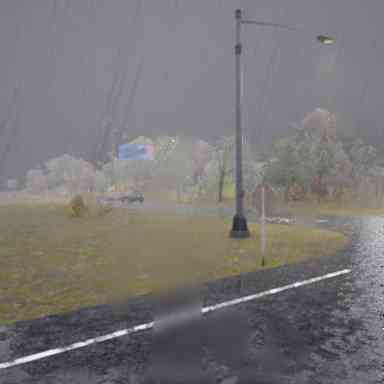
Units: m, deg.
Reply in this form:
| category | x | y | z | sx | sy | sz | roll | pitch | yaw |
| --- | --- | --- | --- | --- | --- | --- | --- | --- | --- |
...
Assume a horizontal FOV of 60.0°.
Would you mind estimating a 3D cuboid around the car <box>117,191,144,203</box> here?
| category | x | y | z | sx | sy | sz | roll | pitch | yaw |
| --- | --- | --- | --- | --- | --- | --- | --- | --- | --- |
| car | -9.846 | 0.778 | 54.851 | 2.150 | 2.045 | 5.566 | -1 | 1 | -33 |

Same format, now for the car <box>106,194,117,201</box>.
| category | x | y | z | sx | sy | sz | roll | pitch | yaw |
| --- | --- | --- | --- | --- | --- | --- | --- | --- | --- |
| car | -14.602 | 1.027 | 62.005 | 2.128 | 1.511 | 4.902 | -1 | 1 | -34 |
